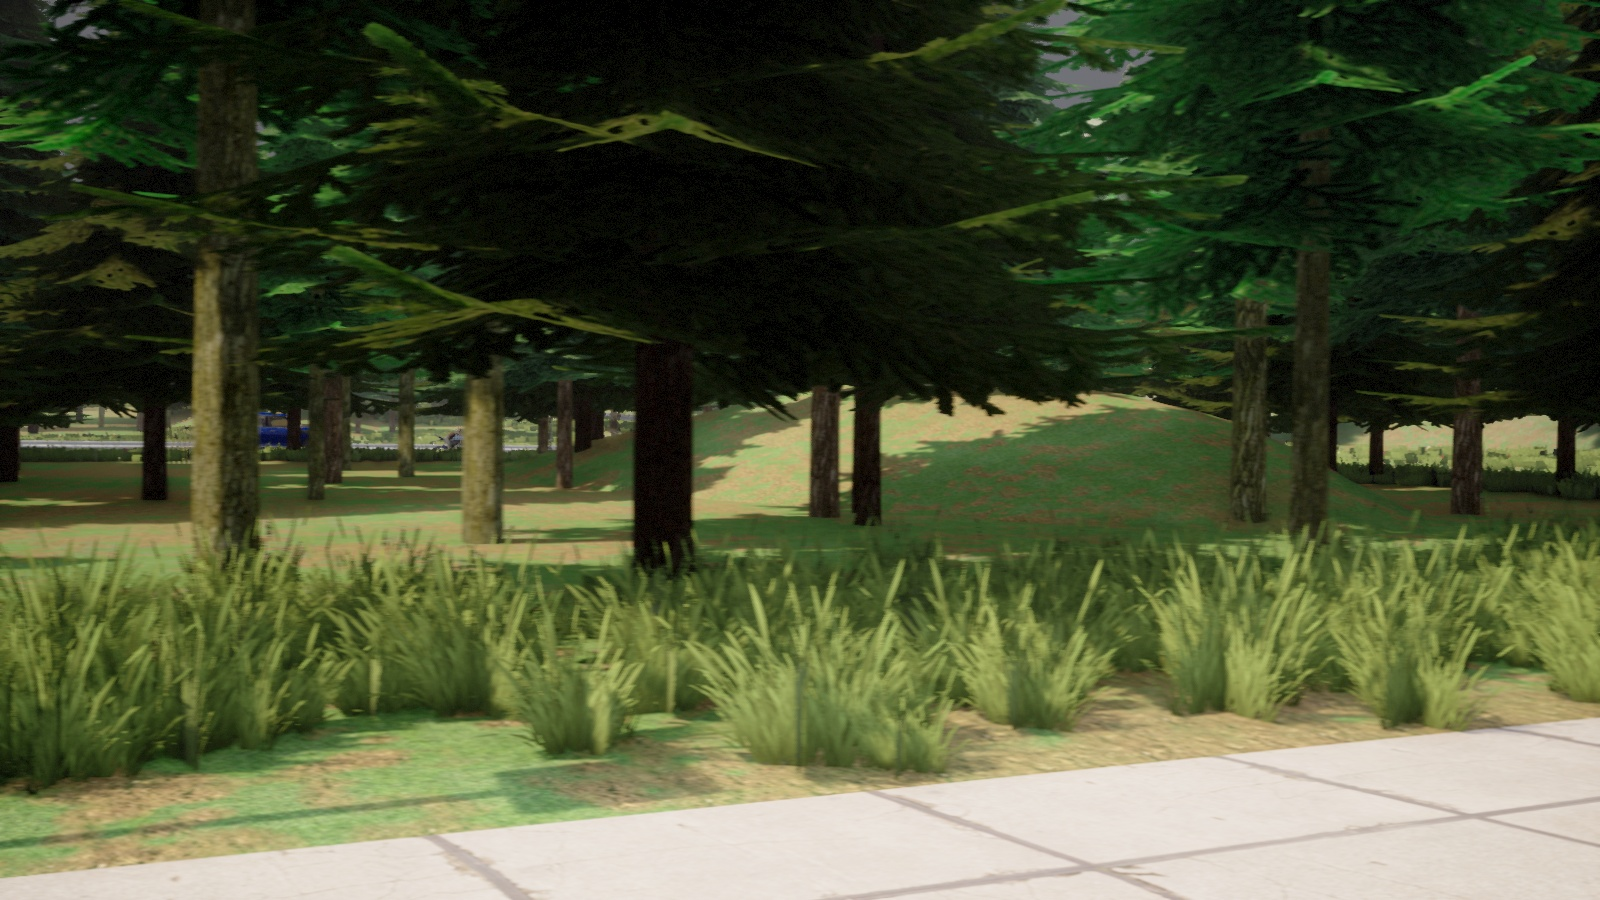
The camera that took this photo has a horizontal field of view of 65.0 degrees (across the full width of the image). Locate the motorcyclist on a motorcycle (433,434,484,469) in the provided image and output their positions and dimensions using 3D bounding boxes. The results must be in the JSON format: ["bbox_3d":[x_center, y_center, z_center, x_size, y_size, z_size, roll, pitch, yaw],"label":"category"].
[{"bbox_3d":[-15.786,0.059,58.053,2.191,1.530,0.866,-1,1,-21],"label":"motorcyclist on a motorcycle"}]

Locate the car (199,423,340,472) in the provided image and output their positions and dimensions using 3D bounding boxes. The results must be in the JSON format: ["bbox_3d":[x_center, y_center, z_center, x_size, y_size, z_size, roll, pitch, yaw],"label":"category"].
[{"bbox_3d":[-23.244,-0.130,55.208,5.566,2.045,2.150,-1,1,-21],"label":"car"}]
